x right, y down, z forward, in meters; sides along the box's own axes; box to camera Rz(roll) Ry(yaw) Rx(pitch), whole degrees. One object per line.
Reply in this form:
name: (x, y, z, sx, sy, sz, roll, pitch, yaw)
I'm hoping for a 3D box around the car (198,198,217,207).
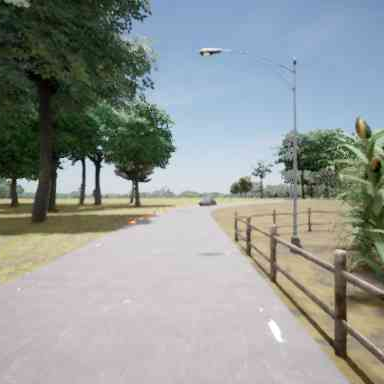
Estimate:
car: (2.716, 1.748, 57.333, 2.033, 1.411, 5.357, 0, 0, 22)
